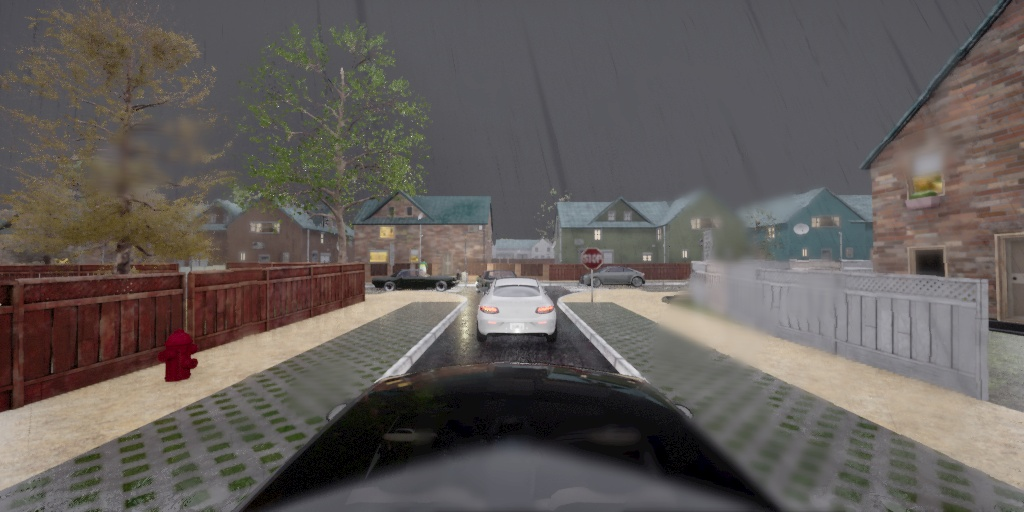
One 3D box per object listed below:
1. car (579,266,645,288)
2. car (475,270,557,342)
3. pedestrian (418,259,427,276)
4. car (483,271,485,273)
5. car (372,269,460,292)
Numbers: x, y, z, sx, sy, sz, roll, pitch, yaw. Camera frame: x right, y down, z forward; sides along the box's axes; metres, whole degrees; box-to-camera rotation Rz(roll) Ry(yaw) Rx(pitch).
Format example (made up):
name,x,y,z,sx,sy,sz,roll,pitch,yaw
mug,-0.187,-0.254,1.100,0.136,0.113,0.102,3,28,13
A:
name,x,y,z,sx,sy,sz,roll,pitch,yaw
car,6.552,1.344,23.655,4.181,1.385,1.994,0,-1,1
car,0.108,1.279,9.665,1.812,1.442,4.674,0,0,0
pedestrian,-6.685,1.118,26.758,0.375,1.860,0.375,0,-1,1
car,-0.746,1.366,18.485,1.895,1.301,4.718,0,-1,-12
car,-5.470,1.416,20.872,4.718,1.301,1.895,-1,-1,1
